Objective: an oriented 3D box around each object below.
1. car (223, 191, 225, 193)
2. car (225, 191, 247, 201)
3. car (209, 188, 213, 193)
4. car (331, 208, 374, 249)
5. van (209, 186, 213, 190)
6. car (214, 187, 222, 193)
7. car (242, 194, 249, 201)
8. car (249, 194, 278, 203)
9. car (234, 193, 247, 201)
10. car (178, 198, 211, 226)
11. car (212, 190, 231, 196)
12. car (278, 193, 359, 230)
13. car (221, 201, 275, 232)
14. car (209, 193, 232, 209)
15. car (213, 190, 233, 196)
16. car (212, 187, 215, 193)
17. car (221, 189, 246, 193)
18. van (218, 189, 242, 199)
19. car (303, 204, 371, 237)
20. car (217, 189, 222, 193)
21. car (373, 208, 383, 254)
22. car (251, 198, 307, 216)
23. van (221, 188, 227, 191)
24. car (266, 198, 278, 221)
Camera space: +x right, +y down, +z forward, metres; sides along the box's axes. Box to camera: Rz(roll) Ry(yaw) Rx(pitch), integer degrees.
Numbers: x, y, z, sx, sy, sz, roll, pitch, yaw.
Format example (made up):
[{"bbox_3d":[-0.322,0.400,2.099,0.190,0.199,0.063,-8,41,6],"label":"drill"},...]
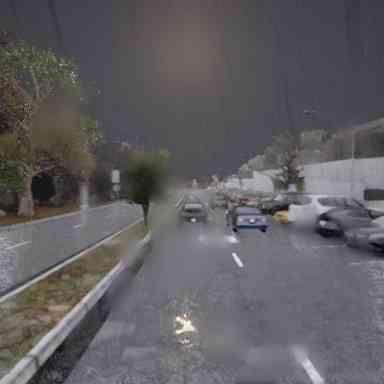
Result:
[{"bbox_3d":[8.059,0.958,54.886,4.674,1.452,2.002,0,1,-20],"label":"car"},{"bbox_3d":[8.038,0.997,51.868,4.792,1.488,2.163,0,1,-20],"label":"car"},{"bbox_3d":[7.888,0.382,84.648,5.366,1.575,1.946,0,2,-20],"label":"car"},{"bbox_3d":[8.071,1.509,12.843,4.674,1.452,2.002,1,1,-20],"label":"car"},{"bbox_3d":[7.954,-0.065,93.614,4.442,1.987,1.878,0,2,-20],"label":"van"},{"bbox_3d":[8.040,0.472,66.796,5.566,2.045,2.435,0,1,-20],"label":"car"},{"bbox_3d":[8.238,1.257,33.940,5.366,1.575,1.946,0,1,-20],"label":"car"},{"bbox_3d":[8.044,1.093,27.845,5.566,2.045,2.435,1,1,-20],"label":"car"},{"bbox_3d":[8.040,1.193,39.864,4.792,1.488,2.163,0,1,-20],"label":"car"},{"bbox_3d":[0.097,1.417,22.530,1.837,1.490,4.892,0,1,0],"label":"car"},{"bbox_3d":[8.054,0.279,90.689,4.674,1.452,2.002,0,1,-20],"label":"car"},{"bbox_3d":[8.096,1.180,18.865,5.566,2.045,2.435,1,0,-20],"label":"car"},{"bbox_3d":[3.097,1.485,19.604,2.033,1.411,5.357,0,0,0],"label":"car"},{"bbox_3d":[3.095,1.180,38.999,2.128,1.511,4.902,0,1,0],"label":"car"},{"bbox_3d":[8.086,0.347,87.718,4.792,1.488,2.163,0,1,-20],"label":"car"},{"bbox_3d":[8.091,0.373,72.791,5.566,2.045,2.435,0,1,-20],"label":"car"},{"bbox_3d":[8.035,0.743,57.856,4.553,1.767,2.185,0,1,-20],"label":"car"},{"bbox_3d":[7.956,0.448,69.749,4.442,1.987,1.878,0,1,-20],"label":"van"},{"bbox_3d":[8.094,1.480,15.868,4.792,1.488,2.163,1,0,-20],"label":"car"},{"bbox_3d":[8.056,0.773,63.831,4.892,1.521,2.231,0,1,-20],"label":"car"},{"bbox_3d":[8.101,1.350,9.854,4.553,1.767,2.185,1,0,-20],"label":"car"},{"bbox_3d":[8.071,1.342,30.868,4.674,1.452,2.002,1,1,-20],"label":"car"},{"bbox_3d":[8.174,0.595,60.889,4.442,1.987,1.878,0,1,-20],"label":"van"},{"bbox_3d":[7.896,1.402,21.794,5.366,1.575,1.946,1,1,-20],"label":"car"}]
